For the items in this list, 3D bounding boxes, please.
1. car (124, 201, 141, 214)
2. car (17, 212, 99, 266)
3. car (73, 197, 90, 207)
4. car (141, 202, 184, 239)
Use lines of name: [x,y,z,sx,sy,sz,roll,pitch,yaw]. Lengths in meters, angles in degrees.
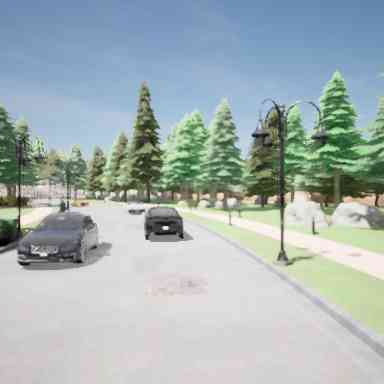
car: [-6.318,1.644,36.339,1.895,1.301,4.718,0,0,-19]
car: [-4.496,1.529,11.828,1.837,1.490,4.892,0,0,-7]
car: [-17.493,1.573,52.588,1.882,1.535,5.008,0,0,-28]
car: [-1.599,1.493,17.633,1.882,1.535,5.008,0,0,-9]
